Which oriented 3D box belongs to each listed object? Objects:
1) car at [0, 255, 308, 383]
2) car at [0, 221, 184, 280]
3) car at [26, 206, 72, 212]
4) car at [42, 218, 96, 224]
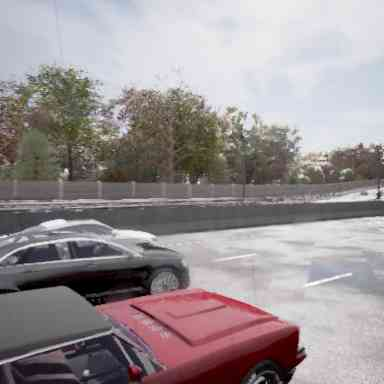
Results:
[{"bbox_3d":[-1.101,1.600,2.960,4.718,1.301,1.895,0,0,-35],"label":"car"},{"bbox_3d":[-2.257,1.490,6.431,4.902,1.511,2.128,0,0,-36],"label":"car"},{"bbox_3d":[-8.538,1.544,19.395,5.357,1.411,2.033,0,0,-35],"label":"car"},{"bbox_3d":[-3.223,1.523,10.047,4.674,1.442,1.812,0,0,-35],"label":"car"}]
